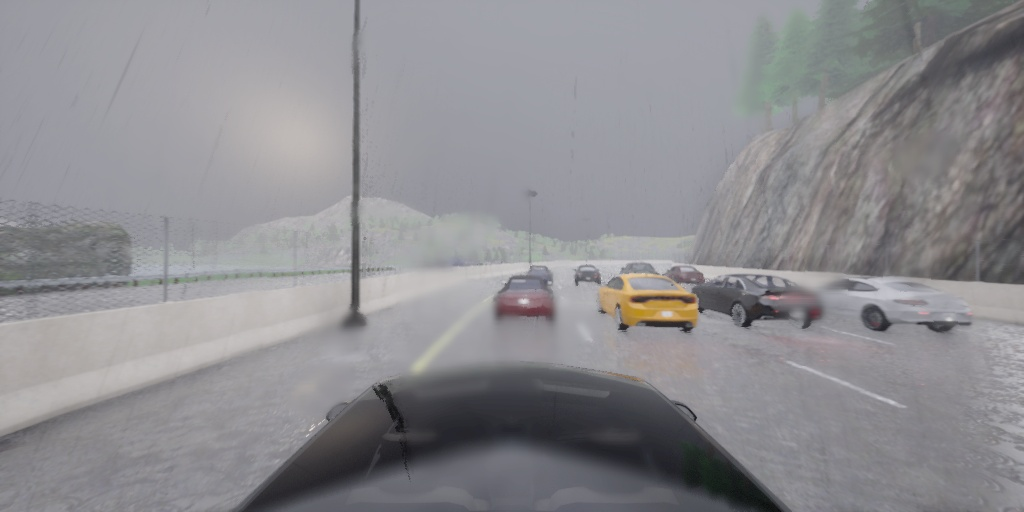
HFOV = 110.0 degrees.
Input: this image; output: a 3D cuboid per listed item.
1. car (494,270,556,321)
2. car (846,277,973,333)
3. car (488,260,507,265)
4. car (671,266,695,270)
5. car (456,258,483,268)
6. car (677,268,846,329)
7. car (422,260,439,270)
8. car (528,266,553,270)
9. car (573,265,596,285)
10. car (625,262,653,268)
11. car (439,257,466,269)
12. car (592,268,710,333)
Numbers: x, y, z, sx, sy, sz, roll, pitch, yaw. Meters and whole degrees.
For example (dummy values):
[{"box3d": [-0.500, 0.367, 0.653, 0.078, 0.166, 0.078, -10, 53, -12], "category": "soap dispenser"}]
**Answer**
[{"box3d": [0.521, 1.359, 12.693, 1.994, 1.385, 4.181, 0, 0, 4], "category": "car"}, {"box3d": [10.923, 1.360, 11.102, 1.812, 1.442, 4.674, 0, -1, 4], "category": "car"}, {"box3d": [-2.261, 1.425, 55.518, 1.882, 1.535, 5.008, 0, 0, 17], "category": "car"}, {"box3d": [12.641, 1.426, 26.580, 1.812, 1.442, 4.674, 0, 0, 9], "category": "car"}, {"box3d": [-6.070, 1.477, 55.169, 2.033, 1.411, 5.357, 0, 0, 17], "category": "car"}, {"box3d": [7.449, 1.310, 11.534, 2.128, 1.511, 4.902, 0, 0, 4], "category": "car"}, {"box3d": [-12.567, 1.390, 57.774, 1.882, 1.535, 5.008, 0, 0, 17], "category": "car"}, {"box3d": [2.119, 1.421, 27.210, 1.994, 1.385, 4.181, 0, 0, 9], "category": "car"}, {"box3d": [5.670, 1.399, 27.286, 1.812, 1.442, 4.674, 0, 0, 9], "category": "car"}, {"box3d": [8.961, 1.232, 25.656, 2.097, 1.767, 4.553, 0, 0, 9], "category": "car"}, {"box3d": [-8.994, 1.147, 57.495, 2.150, 2.045, 5.566, 0, 0, 17], "category": "car"}, {"box3d": [3.914, 1.281, 11.144, 1.882, 1.535, 5.008, 0, -1, 4], "category": "car"}]
